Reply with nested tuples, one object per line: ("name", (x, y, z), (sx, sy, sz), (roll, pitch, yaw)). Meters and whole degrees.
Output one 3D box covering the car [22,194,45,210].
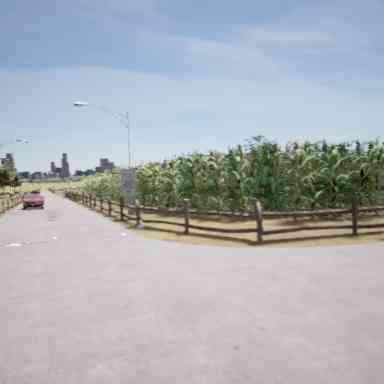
("car", (-16.280, 0.936, 34.188), (1.882, 1.535, 5.008), (-2, 2, -24))
